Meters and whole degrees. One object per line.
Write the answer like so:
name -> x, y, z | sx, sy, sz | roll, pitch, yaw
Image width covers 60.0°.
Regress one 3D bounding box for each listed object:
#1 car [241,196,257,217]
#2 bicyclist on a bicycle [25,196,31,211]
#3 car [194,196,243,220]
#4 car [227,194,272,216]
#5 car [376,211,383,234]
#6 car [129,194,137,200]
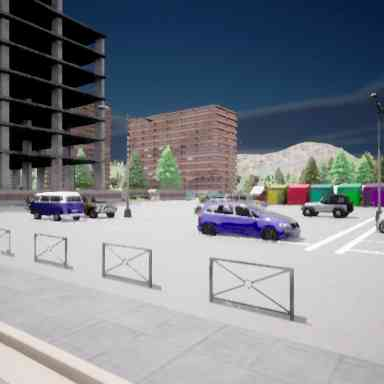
car -> 3.814, 1.332, 31.767 | 3.905, 1.438, 1.784 | 0, 0, 36
bicyclist on a bicycle -> -16.618, 1.223, 33.940 | 1.656, 1.620, 0.582 | 0, 0, 35
car -> 2.123, 1.364, 29.417 | 3.806, 1.475, 1.970 | 0, 0, 36
car -> 5.339, 1.122, 33.976 | 4.605, 1.855, 1.932 | 0, 0, 36
car -> 11.021, 1.361, 15.920 | 3.806, 1.475, 1.970 | 0, 0, 36
car -> -16.124, 1.263, 85.798 | 1.851, 1.617, 3.988 | 0, 0, 36
